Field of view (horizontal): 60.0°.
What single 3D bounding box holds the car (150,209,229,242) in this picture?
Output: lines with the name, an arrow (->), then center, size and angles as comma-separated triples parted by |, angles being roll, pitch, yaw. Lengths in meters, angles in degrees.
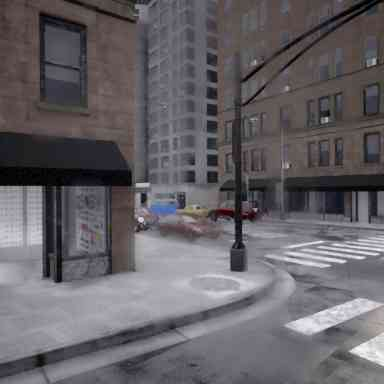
car -> -0.284, 1.778, 17.599 | 1.802, 1.307, 4.206 | -1, 0, -36

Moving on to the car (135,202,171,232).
car -> -3.503, 1.706, 22.066 | 1.967, 1.590, 4.097 | -1, 0, -36

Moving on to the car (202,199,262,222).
car -> 3.412, 1.522, 27.048 | 2.192, 1.841, 5.009 | -1, 0, -36

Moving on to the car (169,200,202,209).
car -> 0.101, 1.804, 31.653 | 1.752, 1.417, 4.829 | -1, 0, -36

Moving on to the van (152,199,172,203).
van -> -3.019, 1.689, 35.982 | 1.690, 1.788, 3.998 | -1, 0, -36
